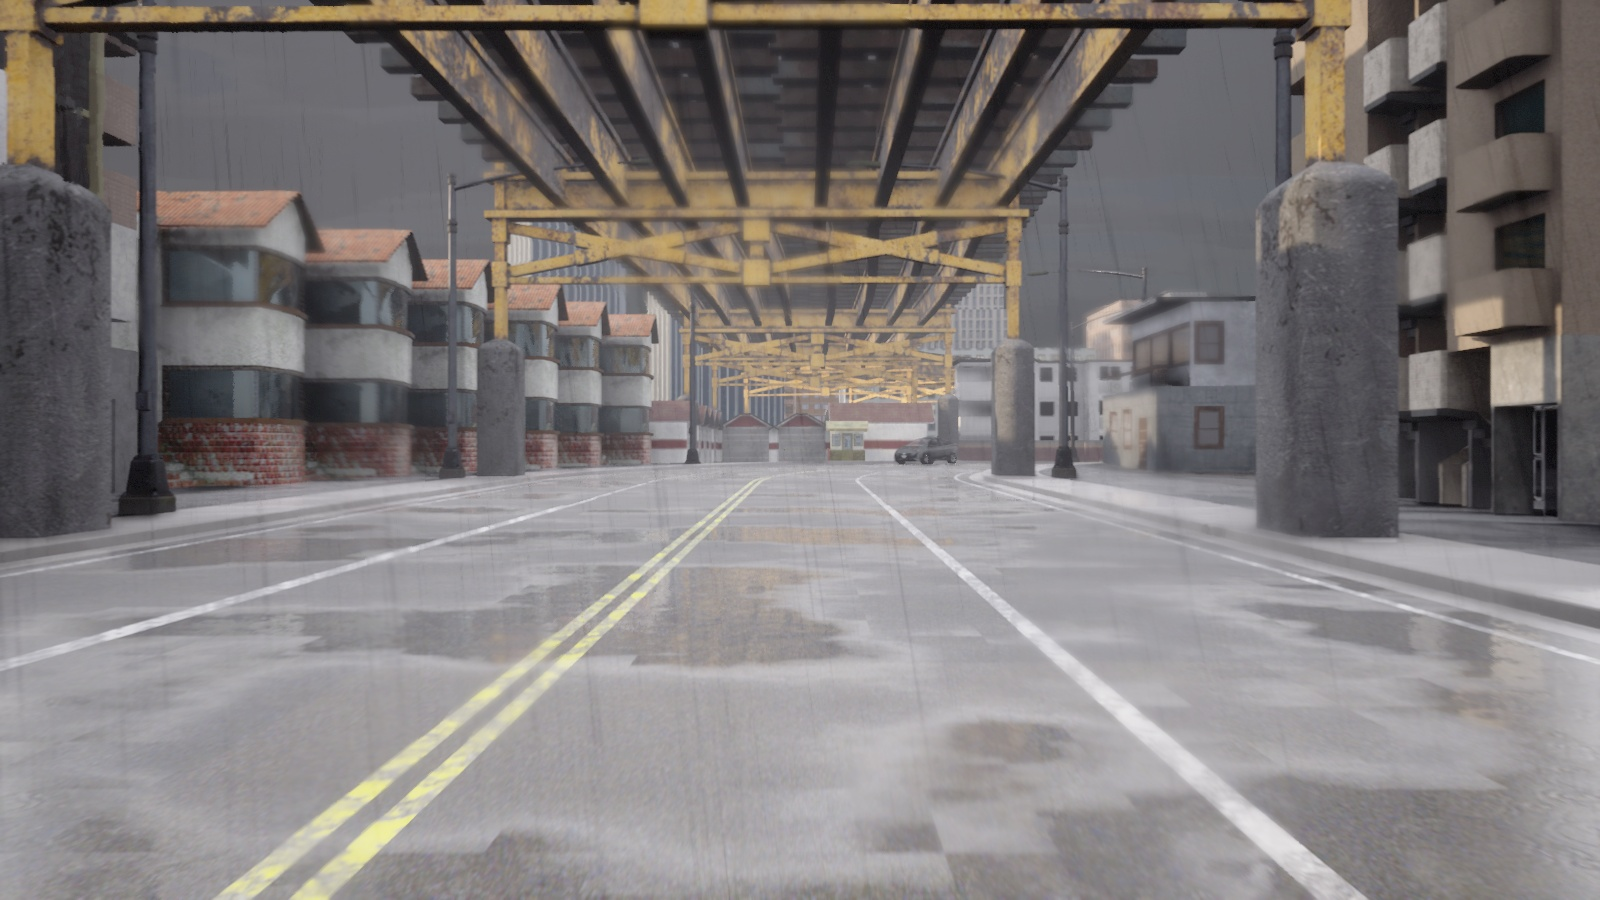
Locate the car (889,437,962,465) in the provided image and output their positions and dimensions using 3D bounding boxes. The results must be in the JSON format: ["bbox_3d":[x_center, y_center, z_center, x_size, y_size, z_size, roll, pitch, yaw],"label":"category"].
[{"bbox_3d":[7.214,0.051,71.887,2.007,1.525,4.514,0,0,40],"label":"car"}]
